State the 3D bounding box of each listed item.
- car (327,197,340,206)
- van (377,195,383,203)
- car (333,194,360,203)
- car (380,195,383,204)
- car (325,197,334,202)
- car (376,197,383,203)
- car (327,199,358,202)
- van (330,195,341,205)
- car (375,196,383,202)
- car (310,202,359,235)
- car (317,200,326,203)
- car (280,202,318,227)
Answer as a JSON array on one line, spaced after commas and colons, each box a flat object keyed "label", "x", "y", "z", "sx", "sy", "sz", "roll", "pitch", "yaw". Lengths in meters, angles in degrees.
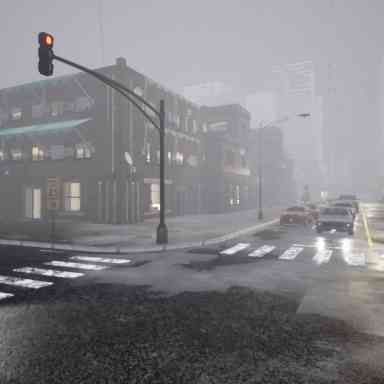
[{"label": "car", "x": 24.580, "y": 1.581, "z": 57.539, "sx": 1.752, "sy": 1.417, "sz": 4.829, "roll": 0, "pitch": 0, "yaw": 27}, {"label": "van", "x": 37.089, "y": 1.418, "z": 63.838, "sx": 1.690, "sy": 1.788, "sz": 3.998, "roll": 0, "pitch": 0, "yaw": 27}, {"label": "car", "x": 17.391, "y": 1.247, "z": 37.108, "sx": 2.150, "sy": 2.045, "sz": 5.566, "roll": 0, "pitch": 0, "yaw": 27}, {"label": "car", "x": 32.154, "y": 1.638, "z": 53.949, "sx": 1.802, "sy": 1.307, "sz": 4.206, "roll": 0, "pitch": 0, "yaw": 27}, {"label": "car", "x": 14.712, "y": 1.550, "z": 37.763, "sx": 1.752, "sy": 1.417, "sz": 4.829, "roll": 0, "pitch": 0, "yaw": 27}, {"label": "car", "x": 42.022, "y": 1.683, "z": 73.725, "sx": 1.802, "sy": 1.307, "sz": 4.206, "roll": 0, "pitch": 0, "yaw": 27}, {"label": "car", "x": 12.595, "y": 1.541, "z": 27.649, "sx": 1.812, "sy": 1.442, "sz": 4.674, "roll": 0, "pitch": 0, "yaw": 27}, {"label": "van", "x": 27.123, "y": 1.407, "z": 62.635, "sx": 1.690, "sy": 1.788, "sz": 3.998, "roll": 0, "pitch": 0, "yaw": 27}, {"label": "car", "x": 44.490, "y": 1.679, "z": 78.670, "sx": 1.947, "sy": 1.339, "sz": 4.313, "roll": 0, "pitch": 0, "yaw": 27}, {"label": "car", "x": 8.357, "y": 1.555, "z": 19.209, "sx": 2.033, "sy": 1.411, "sz": 5.357, "roll": 0, "pitch": 0, "yaw": 27}, {"label": "car", "x": 9.854, "y": 1.580, "z": 28.027, "sx": 1.947, "sy": 1.339, "sz": 4.313, "roll": 0, "pitch": 0, "yaw": 27}, {"label": "car", "x": 7.310, "y": 1.554, "z": 23.126, "sx": 1.887, "sy": 1.381, "sz": 4.507, "roll": 0, "pitch": 0, "yaw": 27}]
